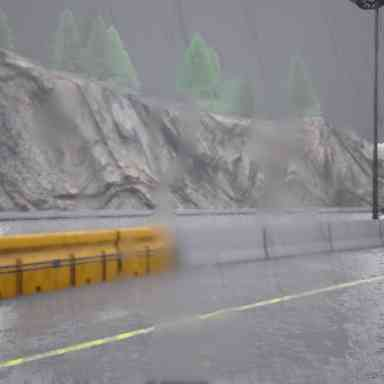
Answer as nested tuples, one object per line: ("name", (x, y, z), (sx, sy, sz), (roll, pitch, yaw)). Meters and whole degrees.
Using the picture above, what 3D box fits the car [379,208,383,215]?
("car", (24.524, 2.090, 39.216), (4.718, 1.301, 1.895), (1, 0, -19))
